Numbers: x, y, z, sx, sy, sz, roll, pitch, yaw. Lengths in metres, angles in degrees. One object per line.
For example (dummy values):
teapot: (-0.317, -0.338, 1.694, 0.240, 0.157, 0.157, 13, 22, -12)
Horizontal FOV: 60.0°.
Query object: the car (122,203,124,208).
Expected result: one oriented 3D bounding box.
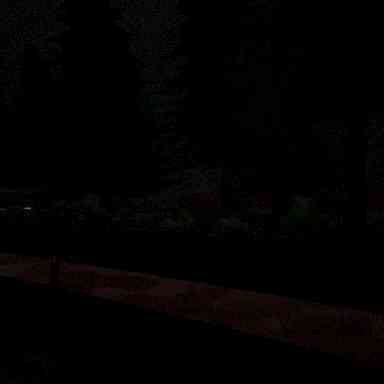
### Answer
car: (-9.297, 2.027, 52.916, 4.718, 1.301, 1.895, 0, 0, -37)
